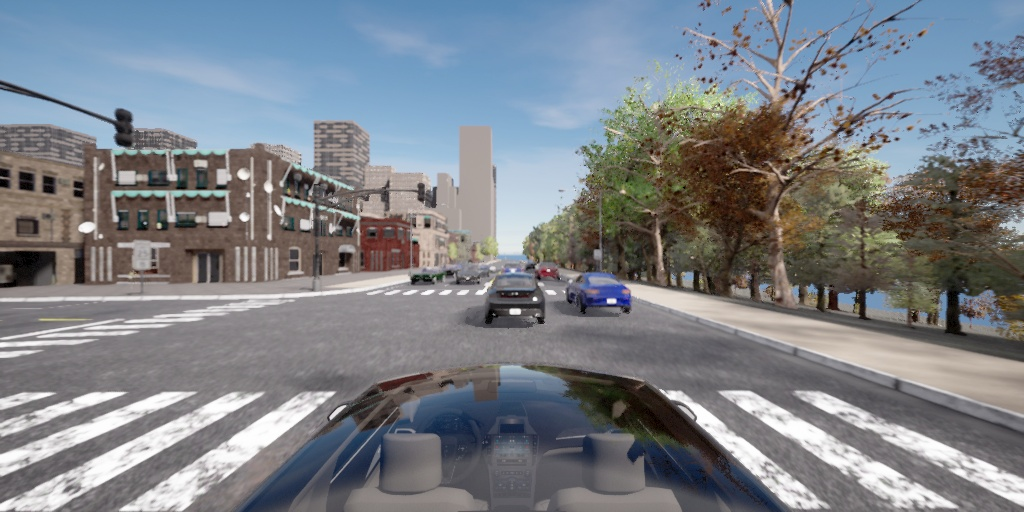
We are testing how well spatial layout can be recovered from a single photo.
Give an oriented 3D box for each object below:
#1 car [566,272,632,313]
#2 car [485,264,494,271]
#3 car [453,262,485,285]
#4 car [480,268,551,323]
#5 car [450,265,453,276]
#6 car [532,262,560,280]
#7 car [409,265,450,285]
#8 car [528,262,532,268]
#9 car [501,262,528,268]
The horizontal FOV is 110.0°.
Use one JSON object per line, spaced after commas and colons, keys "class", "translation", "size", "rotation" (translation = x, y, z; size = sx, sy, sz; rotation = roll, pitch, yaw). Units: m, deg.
{"class": "car", "translation": [3.343, 1.371, 14.350], "size": [1.812, 1.442, 4.674], "rotation": [0, 0, 0]}
{"class": "car", "translation": [-3.349, 1.589, 38.984], "size": [1.994, 1.385, 4.181], "rotation": [0, 0, 0]}
{"class": "car", "translation": [-3.384, 1.457, 29.028], "size": [1.837, 1.490, 4.892], "rotation": [0, 0, -2]}
{"class": "car", "translation": [0.092, 1.336, 12.512], "size": [1.837, 1.490, 4.892], "rotation": [0, 0, 0]}
{"class": "car", "translation": [-6.600, 1.617, 37.796], "size": [1.895, 1.301, 4.718], "rotation": [0, 0, 0]}
{"class": "car", "translation": [3.330, 1.347, 34.835], "size": [2.097, 1.767, 4.553], "rotation": [0, 0, 0]}
{"class": "car", "translation": [-6.608, 1.550, 28.626], "size": [1.895, 1.301, 4.718], "rotation": [0, 0, 3]}
{"class": "car", "translation": [3.227, 1.687, 60.132], "size": [1.837, 1.490, 4.892], "rotation": [0, 0, 0]}
{"class": "car", "translation": [0.081, 1.333, 32.910], "size": [2.097, 1.767, 4.553], "rotation": [0, 0, 0]}
